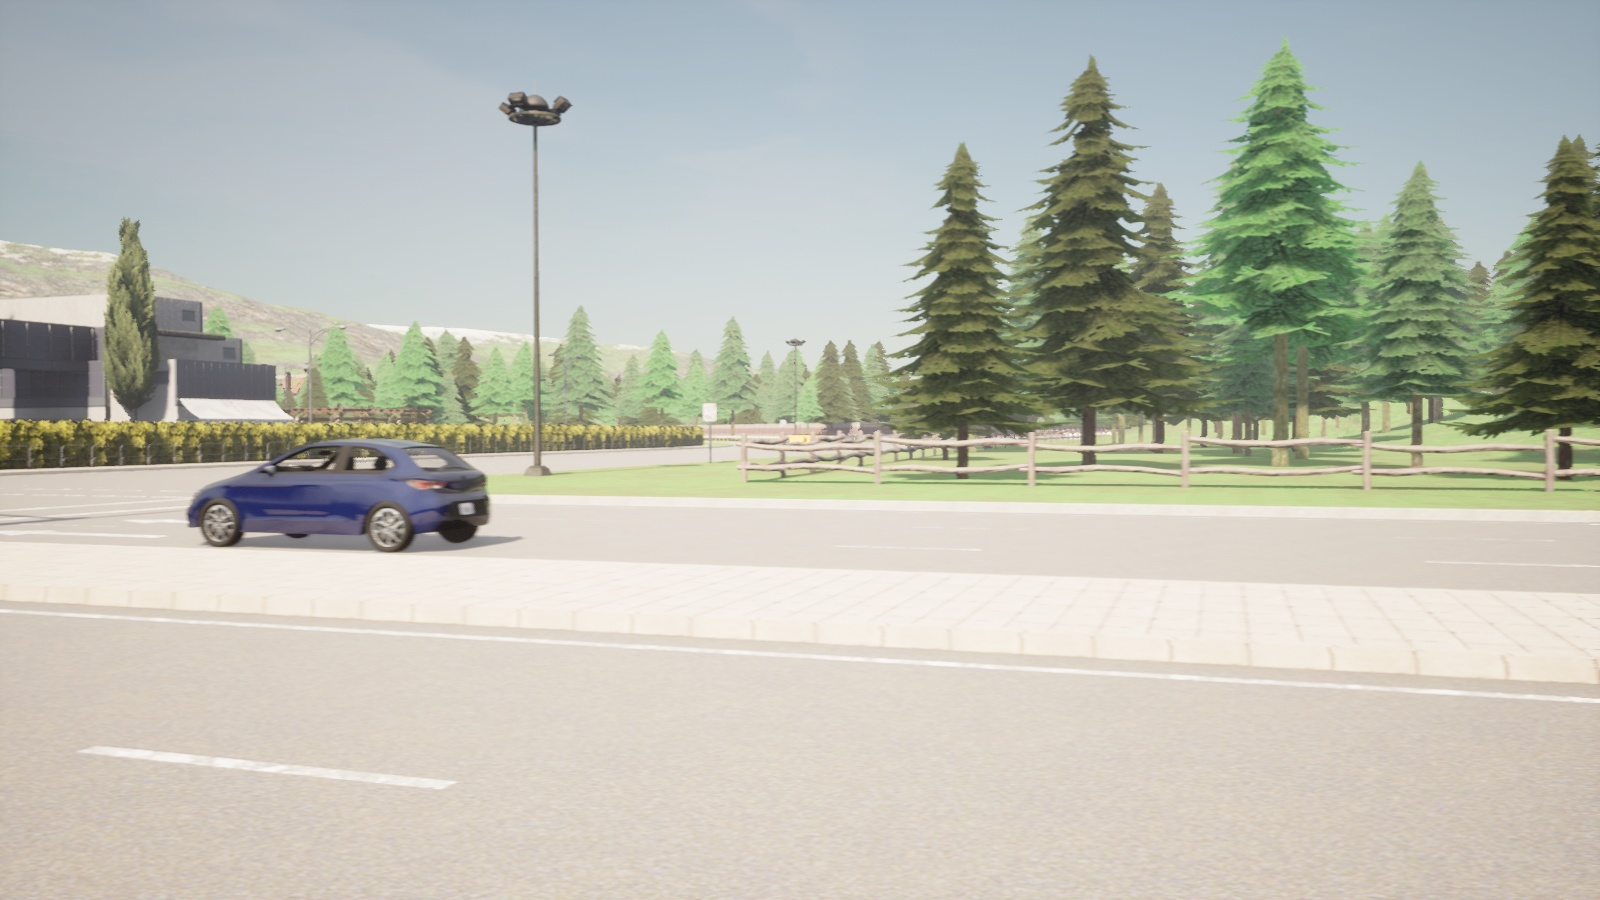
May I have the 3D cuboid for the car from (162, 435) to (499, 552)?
[{"bbox_3d":[-6.528,0.540,17.522,4.193,1.474,1.816,0,1,19],"label":"car"}]
